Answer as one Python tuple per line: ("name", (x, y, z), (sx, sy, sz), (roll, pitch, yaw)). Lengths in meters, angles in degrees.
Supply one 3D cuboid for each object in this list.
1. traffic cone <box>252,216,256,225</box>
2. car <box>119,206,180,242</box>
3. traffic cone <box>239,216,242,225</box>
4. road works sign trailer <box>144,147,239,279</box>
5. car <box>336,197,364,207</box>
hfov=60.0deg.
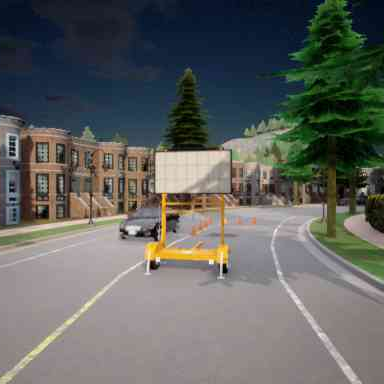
("traffic cone", (4.240, 1.955, 22.582), (0.340, 0.580, 0.340), (0, 0, 12))
("car", (-1.985, 1.491, 16.754), (2.128, 1.511, 4.902), (0, 0, 14))
("traffic cone", (3.263, 1.954, 22.789), (0.340, 0.580, 0.340), (0, 0, 12))
("road works sign trailer", (0.057, 0.464, 10.180), (2.380, 3.560, 2.880), (0, 0, 12))
("car", (23.638, 1.505, 49.996), (4.892, 1.490, 1.837), (0, 0, -27))
